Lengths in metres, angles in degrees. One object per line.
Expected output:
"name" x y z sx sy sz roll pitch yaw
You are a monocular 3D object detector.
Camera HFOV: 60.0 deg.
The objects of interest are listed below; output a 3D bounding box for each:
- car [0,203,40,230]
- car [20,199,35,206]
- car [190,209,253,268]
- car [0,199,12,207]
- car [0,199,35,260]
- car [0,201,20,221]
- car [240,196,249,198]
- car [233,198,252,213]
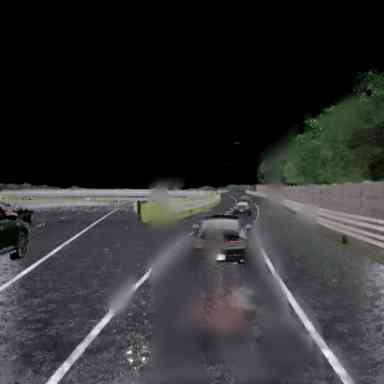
"car" -11.937 1.512 22.021 2.128 1.511 4.902 0 0 -9
"car" -39.040 2.505 79.100 1.837 1.490 4.892 0 -2 -9
"car" 1.024 1.546 11.512 1.837 1.490 4.892 0 0 6
"car" -36.537 2.138 63.697 2.033 1.411 5.357 0 -1 -9
"car" -6.405 1.198 9.174 2.150 2.045 5.566 0 0 -9
"car" -16.523 1.564 28.428 1.837 1.490 4.892 0 -1 -9
"car" 11.086 1.414 70.490 1.895 1.301 4.718 0 1 7
"car" 5.504 1.693 36.059 1.812 1.442 4.674 0 0 12
